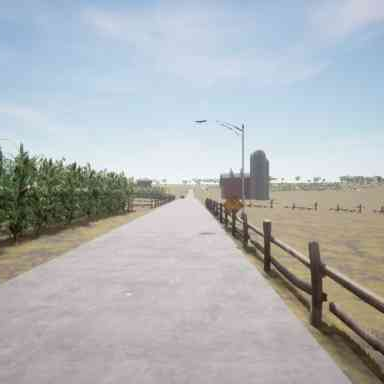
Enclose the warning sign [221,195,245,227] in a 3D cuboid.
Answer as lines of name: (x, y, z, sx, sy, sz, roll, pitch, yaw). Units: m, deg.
warning sign: (2.461, 1.099, 20.049, 1.300, 1.860, 1.060, 1, 1, 0)
